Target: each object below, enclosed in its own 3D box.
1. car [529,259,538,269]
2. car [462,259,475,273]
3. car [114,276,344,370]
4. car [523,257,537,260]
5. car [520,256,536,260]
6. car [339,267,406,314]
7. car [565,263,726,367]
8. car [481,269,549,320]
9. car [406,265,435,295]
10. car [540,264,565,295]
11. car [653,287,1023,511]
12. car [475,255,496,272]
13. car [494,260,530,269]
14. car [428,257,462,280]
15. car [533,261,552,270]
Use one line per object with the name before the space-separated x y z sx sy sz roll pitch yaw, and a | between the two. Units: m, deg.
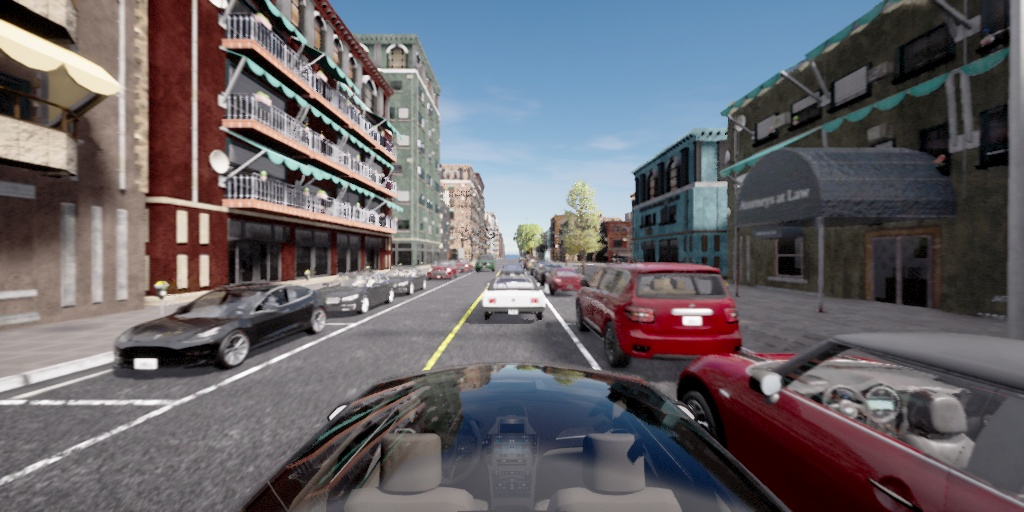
car | 2.691 1.210 29.904 2.007 1.370 4.403 0 0 0
car | -5.689 1.072 40.984 1.967 1.591 4.097 0 0 0
car | -5.690 1.292 7.752 1.948 1.339 4.313 0 0 0
car | 2.692 1.144 46.693 1.751 1.417 4.829 0 0 0
car | 2.692 0.920 52.063 2.192 1.841 5.009 0 0 0
car | -5.690 1.257 13.289 2.007 1.370 4.403 0 0 0
car | 2.691 1.042 7.751 2.192 1.841 5.009 0 0 0
car | 0.059 1.311 12.505 1.895 1.301 4.718 0 0 0
car | -5.690 1.239 18.828 2.007 1.370 4.403 0 0 0
car | 2.691 1.271 18.827 1.802 1.307 4.207 0 0 0
car | 2.690 1.188 2.211 1.967 1.591 4.097 0 0 0
car | -3.097 0.850 42.749 2.150 2.045 5.566 0 0 0
car | 0.045 1.217 25.874 2.033 1.411 5.357 0 0 1
car | -5.690 1.099 29.905 1.967 1.591 4.097 0 0 0
car | 2.691 1.240 24.366 1.948 1.339 4.313 0 0 0
